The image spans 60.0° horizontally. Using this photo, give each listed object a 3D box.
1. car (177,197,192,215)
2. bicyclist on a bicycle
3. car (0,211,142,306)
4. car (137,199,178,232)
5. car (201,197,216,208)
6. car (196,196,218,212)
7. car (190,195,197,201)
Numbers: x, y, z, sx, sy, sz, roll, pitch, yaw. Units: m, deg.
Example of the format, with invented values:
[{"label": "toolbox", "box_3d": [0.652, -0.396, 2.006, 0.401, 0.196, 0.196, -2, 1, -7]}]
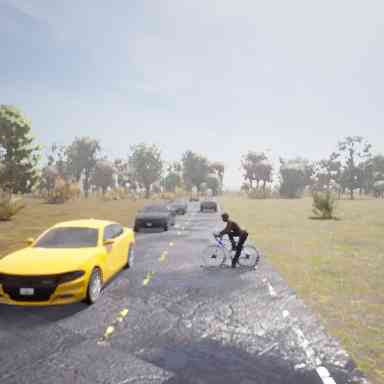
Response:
[{"label": "car", "box_3d": [-1.494, 1.455, 33.058, 2.128, 1.511, 4.902, 0, 0, 3]}, {"label": "bicyclist on a bicycle", "box_3d": [1.135, 1.443, 9.774, 1.656, 1.620, 0.582, 0, 0, 3]}, {"label": "car", "box_3d": [-2.768, 1.468, 8.316, 1.882, 1.535, 5.008, 0, 0, 3]}, {"label": "car", "box_3d": [-2.163, 1.456, 20.295, 1.882, 1.535, 5.008, 0, 0, 3]}, {"label": "car", "box_3d": [2.439, 1.488, 48.610, 2.033, 1.411, 5.357, 0, 0, 3]}, {"label": "car", "box_3d": [1.923, 1.448, 38.270, 2.128, 1.511, 4.902, 0, 0, 3]}, {"label": "car", "box_3d": [0.424, 1.382, 70.409, 1.882, 1.535, 5.008, 0, 0, 3]}]
